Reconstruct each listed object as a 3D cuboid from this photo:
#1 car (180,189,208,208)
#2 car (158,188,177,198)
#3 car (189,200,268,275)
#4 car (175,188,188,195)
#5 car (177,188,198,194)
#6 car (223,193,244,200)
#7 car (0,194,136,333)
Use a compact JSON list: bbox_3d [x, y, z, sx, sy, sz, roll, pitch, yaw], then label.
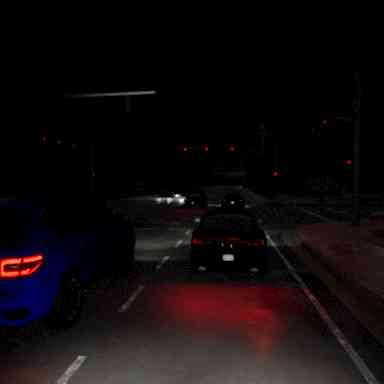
[{"bbox_3d":[0.405,0.727,31.475,1.812,1.442,4.674,0,1,8],"label":"car"},{"bbox_3d":[-4.059,0.127,53.275,1.882,1.535,5.008,0,1,7],"label":"car"},{"bbox_3d":[1.064,1.228,9.744,1.882,1.535,5.008,0,1,6],"label":"car"},{"bbox_3d":[-2.123,-0.144,68.761,1.895,1.301,4.718,0,2,7],"label":"car"},{"bbox_3d":[-0.609,0.267,52.683,1.895,1.301,4.718,0,1,7],"label":"car"},{"bbox_3d":[3.677,0.813,29.656,1.994,1.385,4.181,0,1,8],"label":"car"},{"bbox_3d":[-2.773,1.046,6.772,2.150,2.045,5.566,0,2,5],"label":"car"}]
